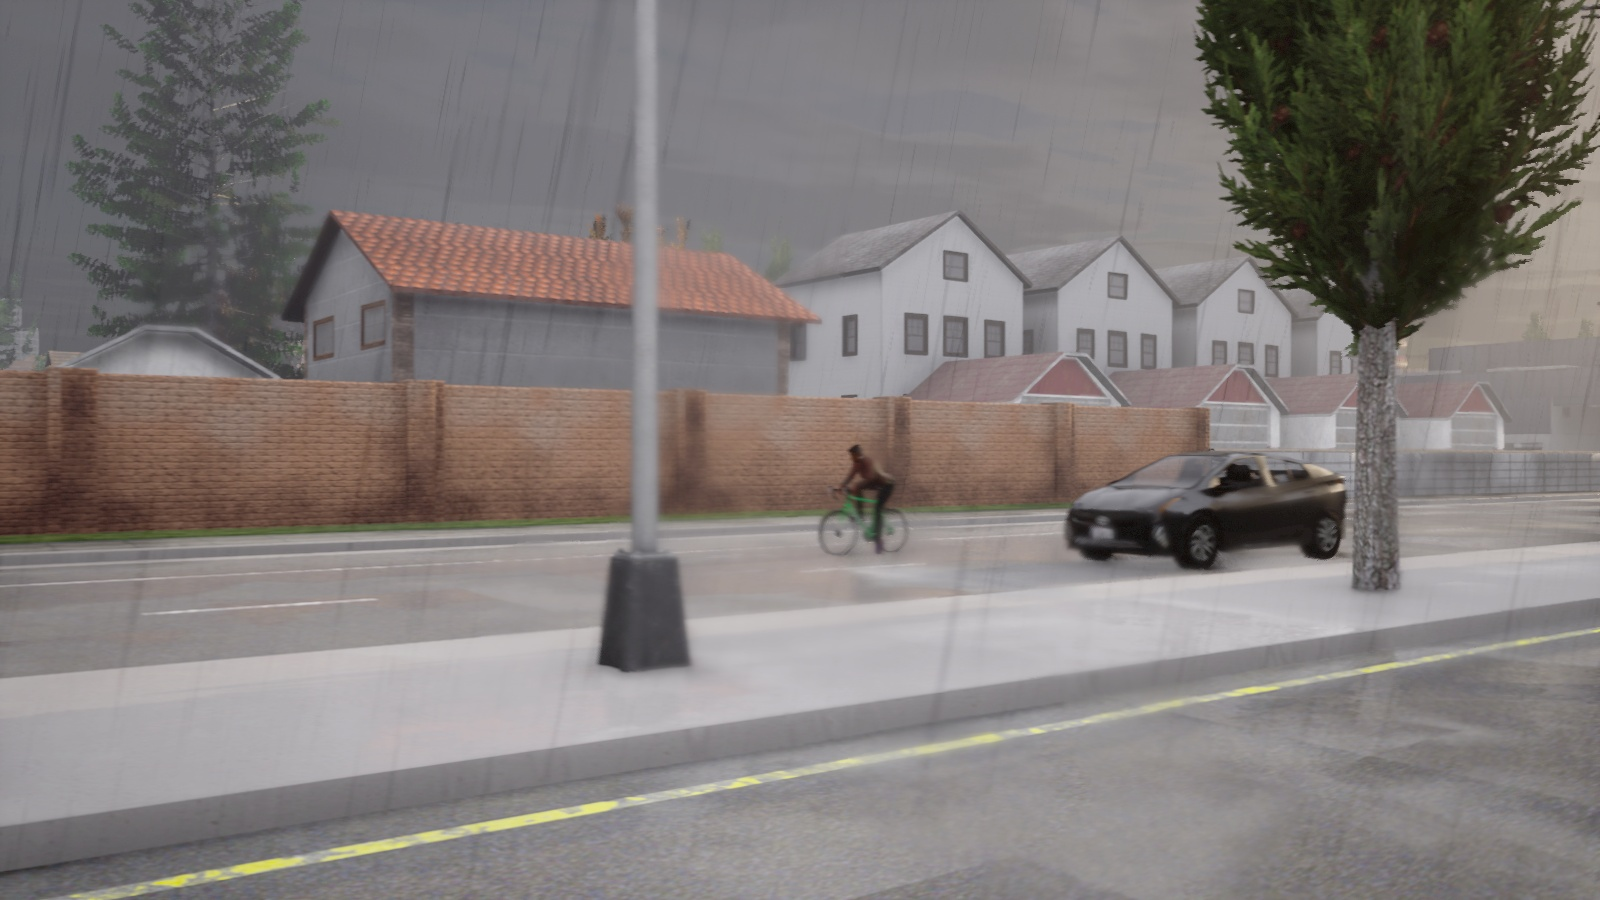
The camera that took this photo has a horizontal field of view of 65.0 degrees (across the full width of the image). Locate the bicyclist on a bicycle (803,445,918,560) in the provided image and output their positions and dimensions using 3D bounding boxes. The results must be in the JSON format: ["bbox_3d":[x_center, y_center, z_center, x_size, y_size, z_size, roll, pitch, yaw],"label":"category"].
[{"bbox_3d":[0.898,0.739,18.394,1.656,1.620,0.582,0,0,-35],"label":"bicyclist on a bicycle"}]

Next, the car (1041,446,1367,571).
[{"bbox_3d":[5.694,0.721,17.488,4.514,1.525,2.007,0,0,-35],"label":"car"}]
